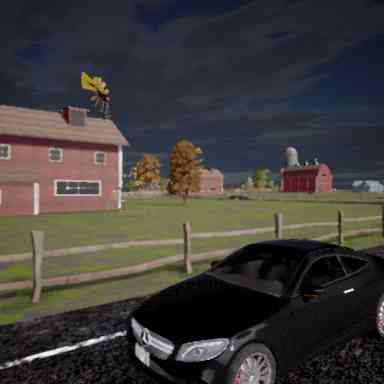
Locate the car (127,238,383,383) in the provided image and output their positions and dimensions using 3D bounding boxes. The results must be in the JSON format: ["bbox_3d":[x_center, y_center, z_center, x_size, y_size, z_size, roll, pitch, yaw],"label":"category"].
[{"bbox_3d":[1.354,1.489,4.960,4.674,1.442,1.812,0,0,-35],"label":"car"}]

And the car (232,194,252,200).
[{"bbox_3d":[10.766,1.068,71.627,1.895,1.301,4.718,0,0,-36],"label":"car"}]
